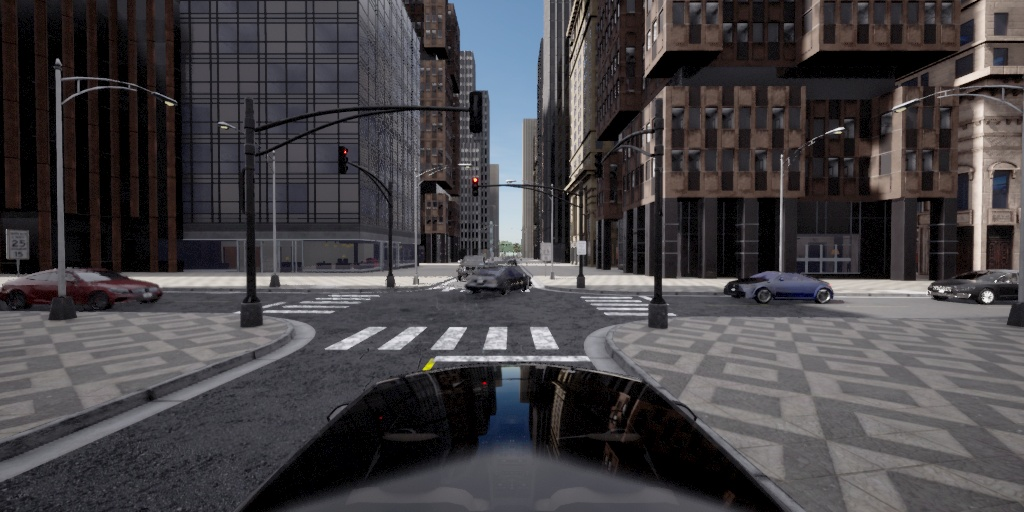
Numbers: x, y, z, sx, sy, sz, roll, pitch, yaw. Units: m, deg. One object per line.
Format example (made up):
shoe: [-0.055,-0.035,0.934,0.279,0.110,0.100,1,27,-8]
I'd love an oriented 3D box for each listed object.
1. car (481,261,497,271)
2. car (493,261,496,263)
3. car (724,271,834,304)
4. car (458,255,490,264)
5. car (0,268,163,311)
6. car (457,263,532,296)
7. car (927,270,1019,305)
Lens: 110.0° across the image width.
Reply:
car: [-3.118,1.312,49.741,1.895,1.301,4.718,0,0,0]
car: [-3.116,1.287,39.575,1.994,1.385,4.181,0,0,0]
car: [12.225,1.388,16.585,4.181,1.385,1.994,0,1,0]
car: [-3.117,0.955,29.549,2.150,2.045,5.566,0,0,0]
car: [-15.874,1.177,13.313,4.674,1.442,1.812,0,1,0]
car: [-0.593,1.261,19.134,2.033,1.411,5.357,1,0,21]
car: [22.306,1.404,16.609,4.892,1.490,1.837,0,1,0]
